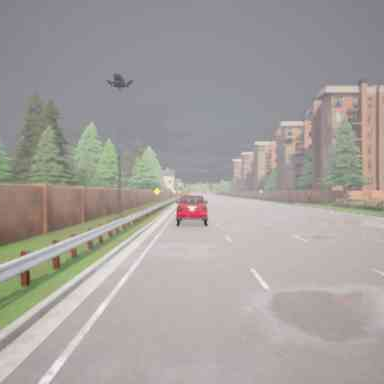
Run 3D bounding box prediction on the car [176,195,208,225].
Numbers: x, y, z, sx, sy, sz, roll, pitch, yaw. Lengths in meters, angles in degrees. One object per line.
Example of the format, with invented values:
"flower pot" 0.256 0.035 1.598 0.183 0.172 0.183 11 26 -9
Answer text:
"car" -0.008 1.222 24.166 2.150 2.045 5.566 0 0 0
